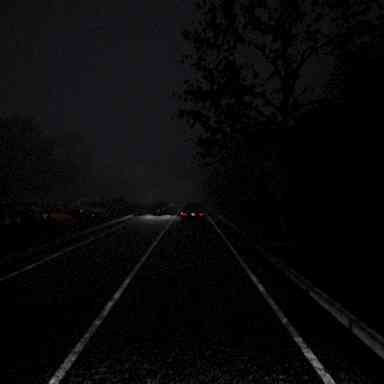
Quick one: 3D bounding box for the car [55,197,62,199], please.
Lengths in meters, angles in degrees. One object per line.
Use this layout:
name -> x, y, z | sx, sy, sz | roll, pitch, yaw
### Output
car -> -23.423, 1.887, 51.675 | 4.792, 1.488, 2.163 | 0, -1, 0

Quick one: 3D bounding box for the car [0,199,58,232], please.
car -> -10.284, 1.420, 18.448 | 4.553, 1.767, 2.185 | 0, -1, 0

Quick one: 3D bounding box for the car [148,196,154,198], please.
car -> -10.128, 1.994, 60.076 | 5.366, 1.575, 1.946 | 0, -1, 0

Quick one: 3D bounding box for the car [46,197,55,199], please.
car -> -23.423, 1.852, 49.035 | 4.792, 1.488, 2.163 | 0, -1, 0

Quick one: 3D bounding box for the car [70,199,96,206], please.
car -> -23.364, 2.220, 71.186 | 4.792, 1.488, 2.163 | 0, -1, 0

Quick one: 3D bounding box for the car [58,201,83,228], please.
car -> -10.130, 1.567, 21.223 | 5.366, 1.575, 1.946 | 0, -1, 0

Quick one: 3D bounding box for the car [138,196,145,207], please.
car -> -10.500, 1.857, 51.751 | 5.366, 1.575, 1.946 | 0, -1, 0

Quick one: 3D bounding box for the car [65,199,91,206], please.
car -> -23.390, 2.182, 68.416 | 4.674, 1.452, 2.002 | 0, -1, 0

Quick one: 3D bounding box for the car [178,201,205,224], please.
car -> 0.061, 1.658, 26.158 | 2.033, 1.411, 5.357 | 0, 0, 0

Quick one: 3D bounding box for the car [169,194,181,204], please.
car -> -3.547, 1.880, 78.142 | 2.097, 1.767, 4.553 | 0, -1, 0

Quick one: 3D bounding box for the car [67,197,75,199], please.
car -> -23.365, 1.977, 57.339 | 4.792, 1.488, 2.163 | 0, -1, 0

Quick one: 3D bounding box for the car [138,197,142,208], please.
car -> -10.308, 1.824, 48.984 | 4.892, 1.521, 2.231 | 0, -1, 0

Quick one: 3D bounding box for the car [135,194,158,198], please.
car -> -10.342, 1.892, 68.408 | 5.566, 2.045, 2.435 | 0, -1, 0

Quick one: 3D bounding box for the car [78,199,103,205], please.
car -> -23.388, 2.285, 76.603 | 5.008, 1.535, 2.097 | 0, -1, 0

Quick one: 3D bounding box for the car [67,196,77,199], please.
car -> -23.422, 1.745, 60.113 | 5.566, 2.045, 2.435 | 0, -1, 0

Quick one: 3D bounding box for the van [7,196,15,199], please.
van -> -23.278, 1.490, 37.960 | 4.442, 1.987, 1.878 | 0, -1, 0

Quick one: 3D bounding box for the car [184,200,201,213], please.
car -> 0.017, 1.823, 42.859 | 2.033, 1.411, 5.357 | 0, -1, 0

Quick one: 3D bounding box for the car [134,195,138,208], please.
car -> -10.346, 1.667, 46.206 | 4.553, 1.767, 2.185 | 0, -1, 0

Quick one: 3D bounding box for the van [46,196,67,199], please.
van -> -23.511, 1.674, 54.449 | 4.442, 1.987, 1.878 | 0, -1, 0

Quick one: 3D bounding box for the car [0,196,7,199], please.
car -> -23.366, 1.441, 35.191 | 5.566, 2.045, 2.435 | 0, -1, 0

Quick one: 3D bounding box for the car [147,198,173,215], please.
car -> -3.406, 1.711, 36.170 | 1.837, 1.490, 4.892 | 0, 0, 0

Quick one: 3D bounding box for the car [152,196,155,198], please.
car -> -10.499, 2.091, 65.628 | 5.366, 1.575, 1.946 | 0, -1, 0

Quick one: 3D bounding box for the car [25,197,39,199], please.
car -> -23.399, 1.765, 43.498 | 5.008, 1.535, 2.097 | 0, -1, 0

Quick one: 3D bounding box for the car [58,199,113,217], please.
car -> -10.130, 1.641, 29.551 | 5.366, 1.575, 1.946 | 0, 0, 0

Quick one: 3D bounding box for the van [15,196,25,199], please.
van -> -23.511, 1.515, 40.731 | 4.442, 1.987, 1.878 | 0, -1, 0

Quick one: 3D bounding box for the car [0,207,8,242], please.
car -> -10.310, 1.497, 12.894 | 5.008, 1.535, 2.097 | 0, -1, 0

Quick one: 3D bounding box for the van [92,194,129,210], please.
van -> -10.431, 1.515, 40.657 | 4.442, 1.987, 1.878 | 0, -1, 0

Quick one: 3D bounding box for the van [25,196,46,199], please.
van -> -23.286, 1.566, 46.286 | 4.442, 1.987, 1.878 | 0, -1, 0

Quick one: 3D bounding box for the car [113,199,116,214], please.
car -> -10.286, 1.698, 32.327 | 4.792, 1.488, 2.163 | 0, 0, 0

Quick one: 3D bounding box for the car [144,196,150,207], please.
car -> -10.129, 1.897, 54.404 | 5.366, 1.575, 1.946 | 0, -1, 0

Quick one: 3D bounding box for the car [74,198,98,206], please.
car -> -23.424, 2.111, 73.834 | 4.553, 1.767, 2.185 | 0, -1, 0

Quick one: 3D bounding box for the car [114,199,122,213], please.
car -> -10.286, 1.722, 35.103 | 4.792, 1.488, 2.163 | 0, -1, 0

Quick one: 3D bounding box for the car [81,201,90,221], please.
car -> -10.309, 1.596, 23.999 | 4.892, 1.521, 2.231 | 0, -1, 0

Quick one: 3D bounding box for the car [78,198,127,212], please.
car -> -10.286, 1.746, 37.879 | 4.792, 1.488, 2.163 | 0, 0, 0

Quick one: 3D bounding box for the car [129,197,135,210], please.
car -> -10.344, 1.795, 43.432 | 4.792, 1.488, 2.163 | 0, -1, 0

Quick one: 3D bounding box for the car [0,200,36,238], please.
car -> -10.284, 1.396, 15.672 | 4.553, 1.767, 2.185 | 0, -1, 0

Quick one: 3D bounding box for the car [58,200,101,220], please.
car -> -10.322, 1.620, 26.775 | 4.892, 1.521, 2.231 | 0, -1, 0

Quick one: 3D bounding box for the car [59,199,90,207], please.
car -> -23.208, 2.090, 65.647 | 5.366, 1.575, 1.946 | 0, -1, 0

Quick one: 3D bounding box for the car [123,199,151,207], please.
car -> -10.320, 2.047, 62.852 | 4.892, 1.521, 2.231 | 0, -1, 0
